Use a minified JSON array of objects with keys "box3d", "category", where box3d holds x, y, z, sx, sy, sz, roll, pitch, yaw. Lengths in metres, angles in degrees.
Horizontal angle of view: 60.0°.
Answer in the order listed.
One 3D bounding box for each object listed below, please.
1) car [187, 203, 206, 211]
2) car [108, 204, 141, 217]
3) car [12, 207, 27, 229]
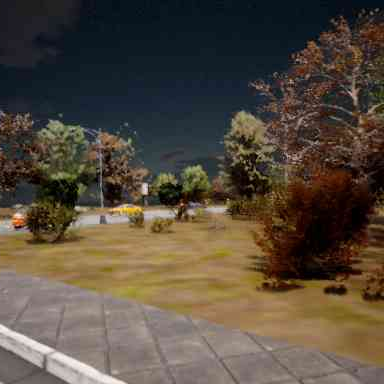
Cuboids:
[{"box3d":[0.557,2.535,57.467,2.033,1.411,5.357,-3,-2,32],"category":"car"},{"box3d":[-8.679,2.342,42.950,1.882,1.535,5.008,-3,-2,32],"category":"car"},{"box3d":[-11.158,1.846,25.493,2.097,1.767,4.553,-3,-2,32],"category":"car"}]
